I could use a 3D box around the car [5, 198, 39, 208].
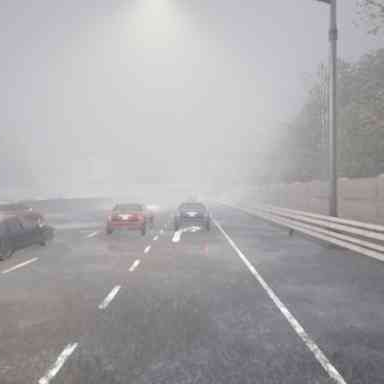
[{"bbox_3d":[-24.539,1.558,48.254,2.033,1.411,5.357,0,0,1],"label":"car"}]

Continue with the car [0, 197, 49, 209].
[{"bbox_3d":[-10.400,1.344,19.083,2.097,1.767,4.553,0,0,0],"label":"car"}]

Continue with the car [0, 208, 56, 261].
[{"bbox_3d":[-6.899,1.542,12.132,2.033,1.411,5.357,0,0,0],"label":"car"}]

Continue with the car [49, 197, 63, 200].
[{"bbox_3d":[-21.045,1.517,50.949,1.837,1.490,4.892,0,0,0],"label":"car"}]

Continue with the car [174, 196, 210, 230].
[{"bbox_3d":[0.002,1.341,21.154,2.097,1.767,4.553,0,0,0],"label":"car"}]

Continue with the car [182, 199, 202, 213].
[{"bbox_3d":[0.003,1.542,37.858,2.033,1.411,5.357,0,0,0],"label":"car"}]

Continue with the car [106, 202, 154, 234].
[{"bbox_3d":[-3.401,1.343,19.081,2.097,1.767,4.553,0,0,0],"label":"car"}]

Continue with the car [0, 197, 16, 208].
[{"bbox_3d":[-28.043,1.502,48.491,2.128,1.511,4.902,0,0,1],"label":"car"}]
